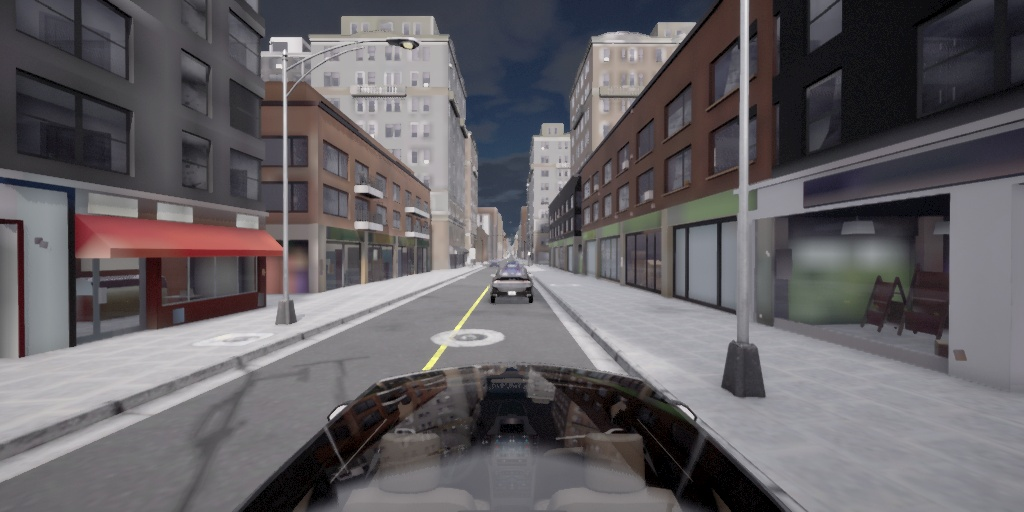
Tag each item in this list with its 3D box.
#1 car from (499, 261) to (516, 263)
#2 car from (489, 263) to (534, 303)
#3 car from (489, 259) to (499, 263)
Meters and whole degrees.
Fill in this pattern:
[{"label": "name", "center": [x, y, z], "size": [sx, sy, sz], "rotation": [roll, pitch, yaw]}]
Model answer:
[{"label": "car", "center": [0.001, 1.277, 31.501], "size": [1.812, 1.442, 4.674], "rotation": [0, 0, 0]}, {"label": "car", "center": [0.001, 1.243, 16.501], "size": [2.128, 1.511, 4.902], "rotation": [0, 0, 0]}, {"label": "car", "center": [-2.999, 1.318, 63.502], "size": [2.033, 1.411, 5.357], "rotation": [0, 0, 0]}]
